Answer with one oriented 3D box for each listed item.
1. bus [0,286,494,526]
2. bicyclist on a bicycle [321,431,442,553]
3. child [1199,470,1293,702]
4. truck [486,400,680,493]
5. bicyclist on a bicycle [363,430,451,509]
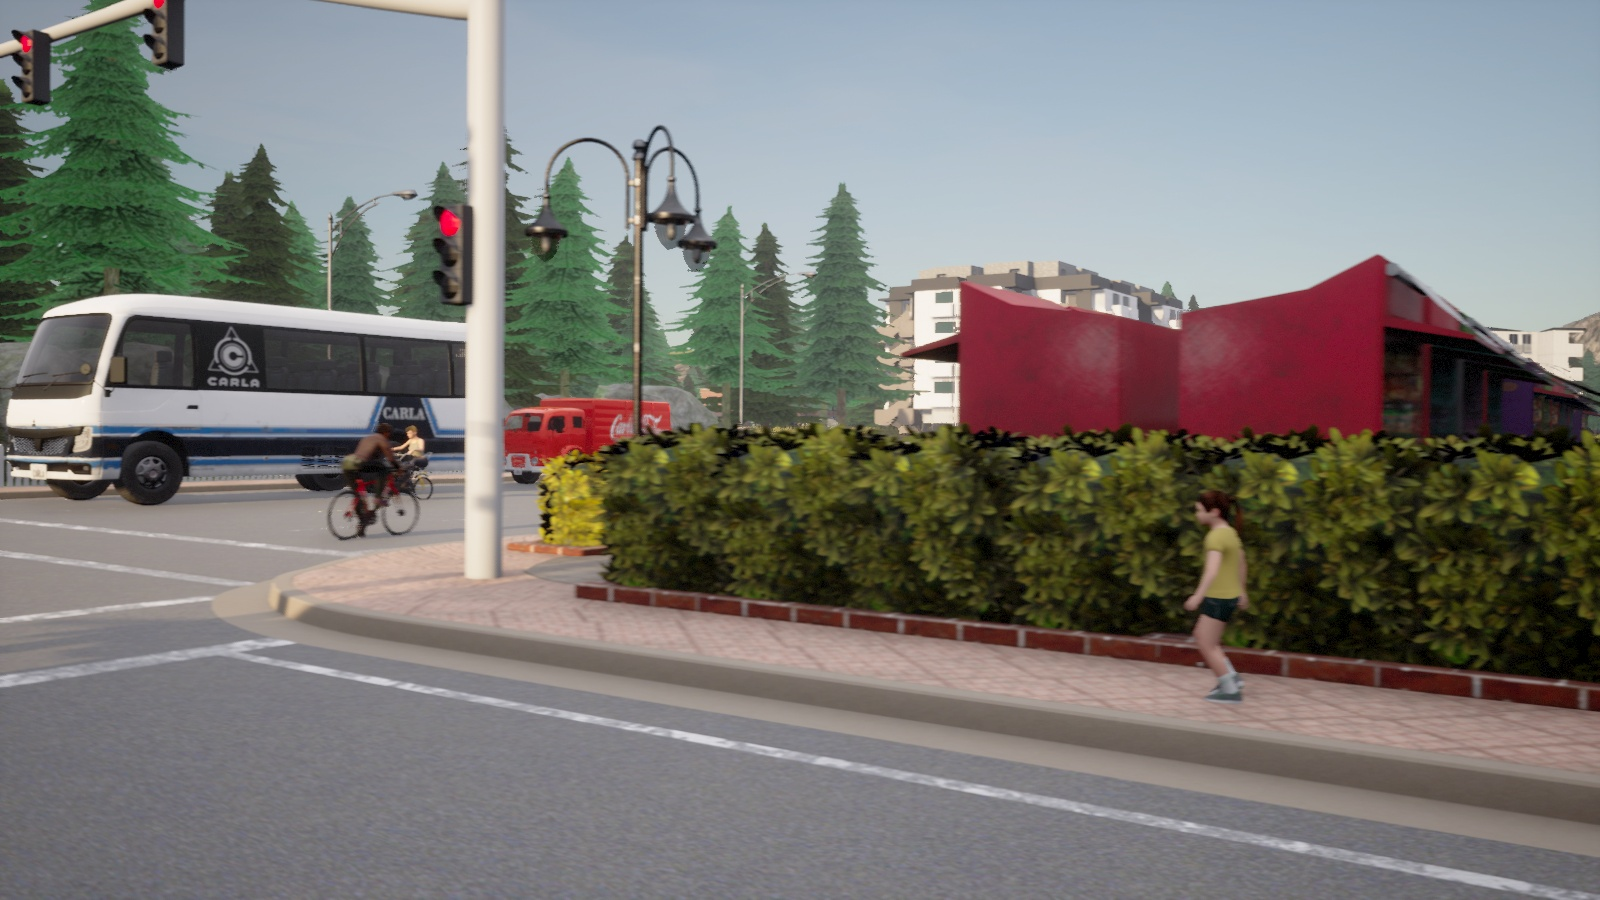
[{"bbox_3d":[-12.039,-0.858,27.632,3.944,4.253,10.273,0,1,34],"label":"bus"},{"bbox_3d":[-5.855,0.552,17.643,0.582,1.620,1.656,1,1,29],"label":"bicyclist on a bicycle"},{"bbox_3d":[2.229,0.659,6.275,0.394,1.110,0.255,0,1,31],"label":"child"},{"bbox_3d":[-6.167,-0.140,36.331,2.627,2.467,5.204,0,1,34],"label":"truck"},{"bbox_3d":[-8.377,0.429,26.793,0.866,1.612,1.509,0,-3,34],"label":"bicyclist on a bicycle"}]
